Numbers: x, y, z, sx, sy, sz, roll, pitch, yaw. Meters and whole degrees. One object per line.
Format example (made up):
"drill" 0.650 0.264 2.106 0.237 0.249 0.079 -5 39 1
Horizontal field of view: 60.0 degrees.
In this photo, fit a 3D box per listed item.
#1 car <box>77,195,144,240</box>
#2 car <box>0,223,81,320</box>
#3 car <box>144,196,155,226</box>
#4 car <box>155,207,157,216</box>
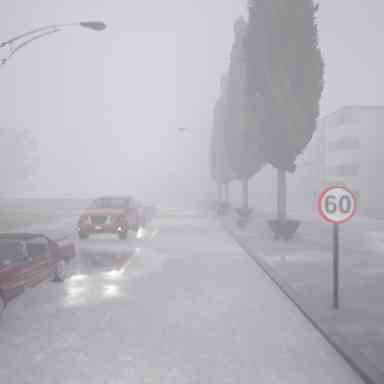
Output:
"car" -4.151 1.215 17.458 2.150 2.045 5.566 0 0 0
"car" -4.121 1.602 6.940 1.895 1.301 4.718 0 0 0
"car" -4.074 1.353 23.215 2.097 1.767 4.553 0 0 0
"car" -4.142 1.586 27.954 1.895 1.301 4.718 0 0 0
